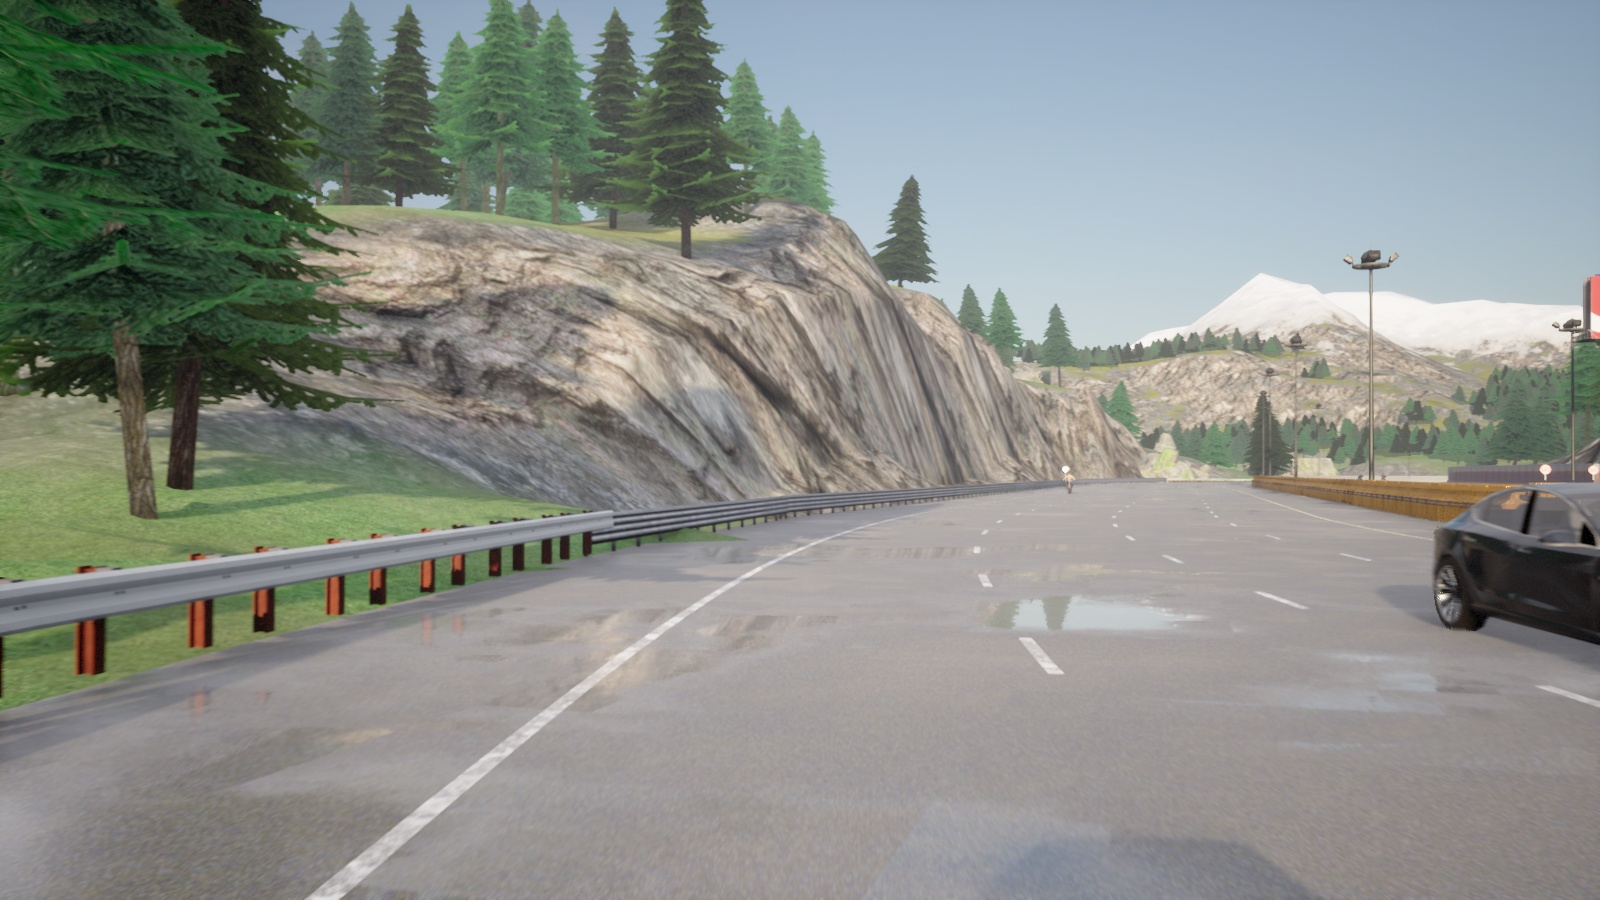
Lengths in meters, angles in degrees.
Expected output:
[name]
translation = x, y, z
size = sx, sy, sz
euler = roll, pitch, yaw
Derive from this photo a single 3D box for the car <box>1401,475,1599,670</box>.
[car]
translation = 7.336, 0.969, 10.930
size = 2.163, 1.488, 4.792
euler = 0, -1, 4
